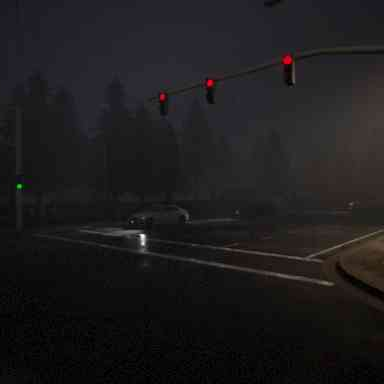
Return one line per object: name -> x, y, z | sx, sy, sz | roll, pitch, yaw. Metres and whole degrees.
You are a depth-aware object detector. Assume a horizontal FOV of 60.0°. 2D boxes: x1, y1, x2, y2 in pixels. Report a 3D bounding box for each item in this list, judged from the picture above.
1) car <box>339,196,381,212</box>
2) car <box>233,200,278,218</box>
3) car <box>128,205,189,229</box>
car -> 18.906, 1.299, 37.610 | 4.553, 1.767, 2.097 | 0, 0, -18
car -> 5.830, 1.527, 30.317 | 4.902, 1.511, 2.128 | 0, 0, -39
car -> -2.196, 1.603, 22.756 | 1.812, 1.442, 4.674 | -1, 0, 43
